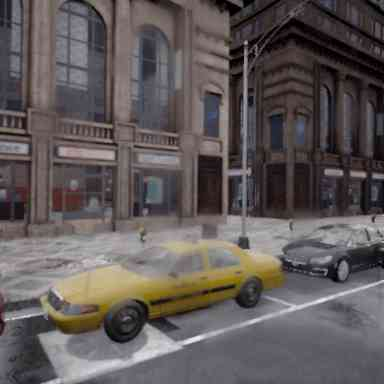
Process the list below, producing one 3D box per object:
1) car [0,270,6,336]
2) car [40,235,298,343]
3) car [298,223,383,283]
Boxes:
[{"bbox_3d":[-4.677,1.297,3.304,5.009,1.841,2.192,1,0,-36],"label":"car"},{"bbox_3d":[-0.261,1.557,6.464,4.829,1.417,1.752,1,0,-36],"label":"car"},{"bbox_3d":[4.433,1.636,9.822,4.403,1.369,2.008,1,0,-36],"label":"car"}]
